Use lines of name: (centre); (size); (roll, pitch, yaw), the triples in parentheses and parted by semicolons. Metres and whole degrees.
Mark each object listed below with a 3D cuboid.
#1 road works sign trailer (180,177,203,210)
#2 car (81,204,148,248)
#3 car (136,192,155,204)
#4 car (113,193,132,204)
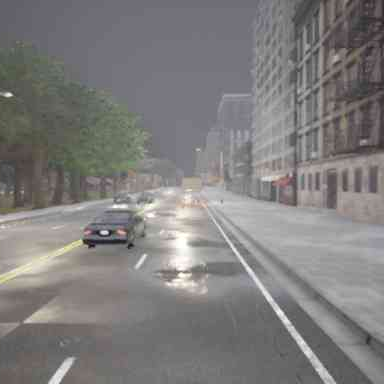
road works sign trailer: (-0.001, 0.102, 36.464); (2.380, 3.560, 2.880); (0, 1, 0)
car: (-3.150, 1.489, 14.464); (2.033, 1.411, 5.357); (0, 0, 0)
car: (-6.568, 0.806, 47.306); (2.097, 1.767, 4.553); (0, 1, 0)
car: (-9.819, 0.948, 47.182); (2.128, 1.511, 4.902); (0, 1, 0)
